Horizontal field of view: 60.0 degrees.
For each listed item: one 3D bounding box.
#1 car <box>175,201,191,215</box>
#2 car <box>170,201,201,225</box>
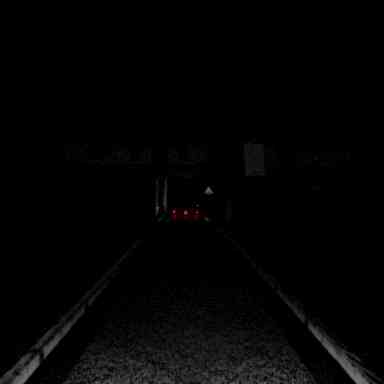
[{"bbox_3d":[-1.150,2.015,42.653,1.882,1.535,5.008,0,0,-2],"label":"car"},{"bbox_3d":[-0.497,1.451,24.603,2.097,1.767,4.553,0,-1,-2],"label":"car"}]
